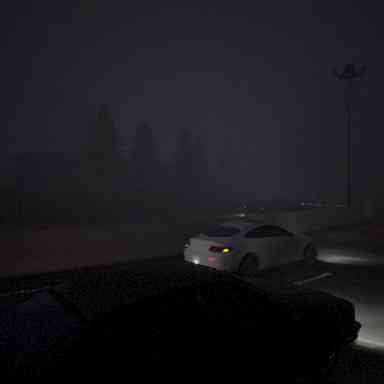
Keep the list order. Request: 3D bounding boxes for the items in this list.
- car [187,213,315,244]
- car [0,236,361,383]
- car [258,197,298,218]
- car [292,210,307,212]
[{"bbox_3d":[1.882,1.550,9.969,4.674,1.442,1.812,0,0,-40],"label":"car"},{"bbox_3d":[-0.251,1.558,3.711,5.357,1.411,2.033,0,0,-37],"label":"car"},{"bbox_3d":[8.371,1.427,32.068,2.097,1.767,4.553,0,0,37],"label":"car"},{"bbox_3d":[7.480,1.584,25.458,1.812,1.442,4.674,0,0,40],"label":"car"}]
